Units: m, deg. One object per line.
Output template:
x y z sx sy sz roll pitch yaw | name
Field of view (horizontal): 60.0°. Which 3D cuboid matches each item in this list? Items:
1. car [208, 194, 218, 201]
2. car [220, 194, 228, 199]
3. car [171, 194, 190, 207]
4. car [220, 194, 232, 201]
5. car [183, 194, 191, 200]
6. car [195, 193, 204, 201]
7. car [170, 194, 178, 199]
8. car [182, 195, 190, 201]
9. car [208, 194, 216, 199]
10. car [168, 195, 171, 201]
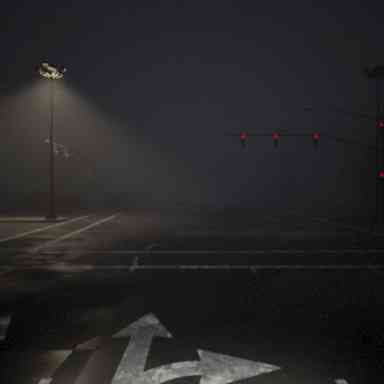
5.486 1.558 84.368 1.895 1.301 4.718 0 0 0 | car
9.043 1.322 93.069 1.812 1.442 4.674 0 0 0 | car
-1.722 1.473 52.105 2.128 1.511 4.902 0 0 0 | car
8.981 1.502 83.482 2.033 1.411 5.357 0 0 0 | car
-1.457 1.323 93.137 2.128 1.511 4.902 0 0 0 | car
1.981 1.187 83.557 2.150 2.045 5.566 0 0 0 | car
-4.957 1.350 93.159 1.994 1.385 4.181 0 0 0 | car
-1.516 1.558 83.997 1.895 1.301 4.718 0 0 0 | car
5.543 1.322 93.091 1.812 1.442 4.674 0 0 0 | car
-5.014 1.463 84.406 1.837 1.490 4.892 0 0 0 | car
